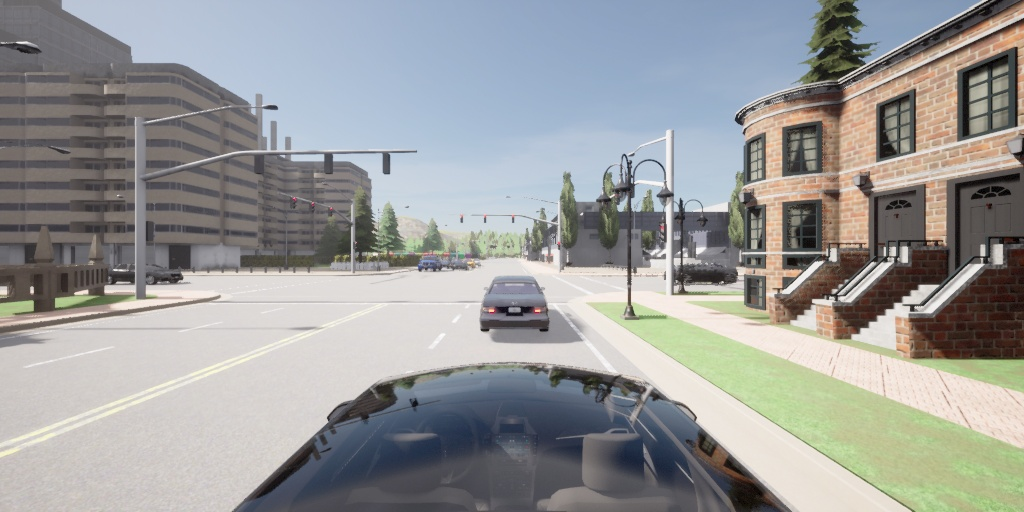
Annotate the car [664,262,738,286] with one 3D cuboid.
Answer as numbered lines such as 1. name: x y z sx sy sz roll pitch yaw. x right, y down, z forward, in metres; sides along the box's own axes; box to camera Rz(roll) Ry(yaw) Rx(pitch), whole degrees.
1. car: 13.086 1.275 25.025 4.674 1.442 1.812 0 0 0

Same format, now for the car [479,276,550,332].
1. car: 0.072 1.297 10.846 2.033 1.411 5.357 0 0 0

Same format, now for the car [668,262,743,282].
1. car: 15.424 1.241 28.809 4.902 1.511 2.128 0 0 -1

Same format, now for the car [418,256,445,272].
1. car: -10.640 0.971 46.874 2.150 2.045 5.566 0 0 0

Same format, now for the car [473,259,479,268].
1. car: -7.139 1.227 59.361 1.882 1.535 5.008 0 0 0

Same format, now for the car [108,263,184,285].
1. car: -26.186 1.255 25.388 4.892 1.490 1.837 0 0 0

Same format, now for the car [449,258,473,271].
1. car: -7.135 1.314 50.272 1.994 1.385 4.181 0 0 0

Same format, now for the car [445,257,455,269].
1. car: -10.651 1.297 57.188 2.033 1.411 5.357 0 0 0
